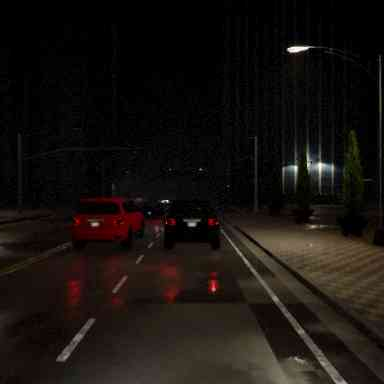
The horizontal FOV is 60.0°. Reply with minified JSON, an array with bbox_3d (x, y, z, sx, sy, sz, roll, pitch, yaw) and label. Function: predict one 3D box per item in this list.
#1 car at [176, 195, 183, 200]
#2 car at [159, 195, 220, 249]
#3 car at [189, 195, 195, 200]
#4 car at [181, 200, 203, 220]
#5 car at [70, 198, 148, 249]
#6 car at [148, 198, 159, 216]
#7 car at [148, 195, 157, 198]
[{"bbox_3d":[-3.500,1.408,92.457,1.895,1.301,4.718,0,0,0],"label":"car"},{"bbox_3d":[0.000,1.256,14.680,2.150,2.045,5.566,0,0,0],"label":"car"},{"bbox_3d":[0.000,1.451,91.887,1.812,1.442,4.674,0,0,0],"label":"car"},{"bbox_3d":[0.000,1.515,29.650,1.837,1.490,4.892,0,0,0],"label":"car"},{"bbox_3d":[-3.500,1.256,14.680,2.150,2.045,5.566,0,0,0],"label":"car"},{"bbox_3d":[-3.500,1.531,29.650,1.812,1.442,4.674,0,0,0],"label":"car"},{"bbox_3d":[-10.500,1.492,88.523,1.837,1.490,4.892,0,0,0],"label":"car"}]
